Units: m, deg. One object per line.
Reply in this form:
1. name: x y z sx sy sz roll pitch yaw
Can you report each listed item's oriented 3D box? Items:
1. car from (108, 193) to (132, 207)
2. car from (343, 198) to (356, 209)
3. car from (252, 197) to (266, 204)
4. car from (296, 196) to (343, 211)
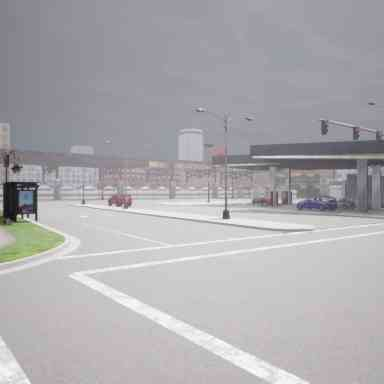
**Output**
1. car: -11.275 1.221 52.029 2.150 2.045 5.566 0 0 -35
2. car: 18.569 1.456 42.223 1.970 1.475 3.806 0 0 -35
3. car: 12.595 1.601 61.367 1.895 1.301 4.718 0 0 29
4. car: 14.295 1.295 38.309 2.242 1.667 4.611 0 0 -35
